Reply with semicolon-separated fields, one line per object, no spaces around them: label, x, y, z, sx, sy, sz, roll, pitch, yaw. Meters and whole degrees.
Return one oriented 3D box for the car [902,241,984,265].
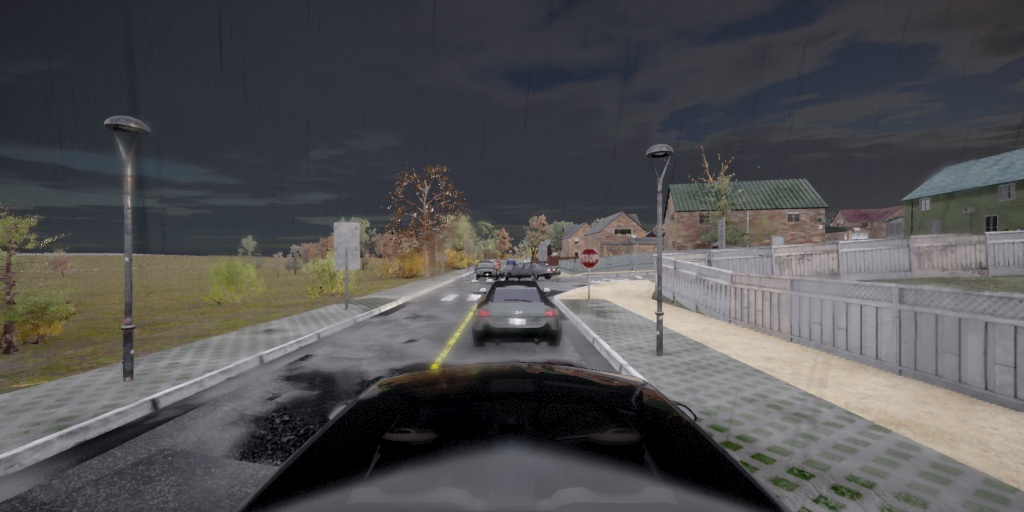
car;23.842;-0.208;20.372;4.902;1.511;2.128;-3;0;14

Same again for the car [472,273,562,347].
car;0.084;1.313;9.344;1.994;1.385;4.181;0;0;-1

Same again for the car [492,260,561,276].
car;1.271;1.197;28.361;5.357;1.411;2.033;-4;-3;43

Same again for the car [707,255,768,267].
car;14.336;0.413;22.770;4.181;1.385;1.994;-3;0;16

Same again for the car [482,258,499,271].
car;-2.969;1.120;51.080;2.097;1.767;4.553;0;0;0

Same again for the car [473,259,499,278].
car;-2.324;1.257;31.264;1.837;1.490;4.892;0;0;-8
